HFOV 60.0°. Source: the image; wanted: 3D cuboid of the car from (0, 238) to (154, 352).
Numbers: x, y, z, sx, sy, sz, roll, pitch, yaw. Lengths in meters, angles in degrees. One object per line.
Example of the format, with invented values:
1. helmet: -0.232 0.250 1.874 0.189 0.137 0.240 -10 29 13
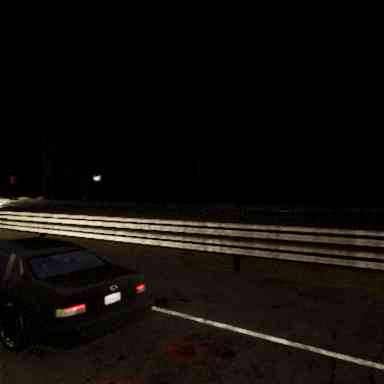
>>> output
1. car: -3.190 1.609 6.276 5.357 1.411 2.033 -1 0 36
